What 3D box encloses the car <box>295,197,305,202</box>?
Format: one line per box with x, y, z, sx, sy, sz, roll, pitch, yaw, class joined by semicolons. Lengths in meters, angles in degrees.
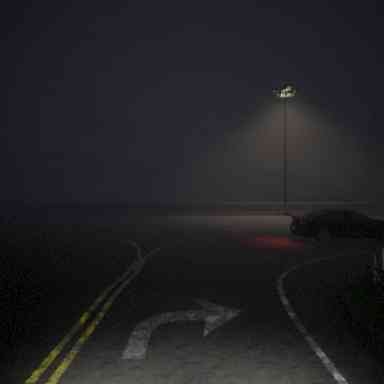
16.571;1.384;43.673;4.718;1.301;1.895;0;1;0;car

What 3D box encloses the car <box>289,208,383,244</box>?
7.196;1.524;15.769;5.008;1.535;1.882;0;1;-5;car

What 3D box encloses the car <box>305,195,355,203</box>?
16.946;1.363;40.180;5.357;1.411;2.033;0;1;0;car

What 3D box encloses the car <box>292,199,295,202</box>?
16.735;1.240;47.165;4.902;1.511;2.128;0;1;0;car
